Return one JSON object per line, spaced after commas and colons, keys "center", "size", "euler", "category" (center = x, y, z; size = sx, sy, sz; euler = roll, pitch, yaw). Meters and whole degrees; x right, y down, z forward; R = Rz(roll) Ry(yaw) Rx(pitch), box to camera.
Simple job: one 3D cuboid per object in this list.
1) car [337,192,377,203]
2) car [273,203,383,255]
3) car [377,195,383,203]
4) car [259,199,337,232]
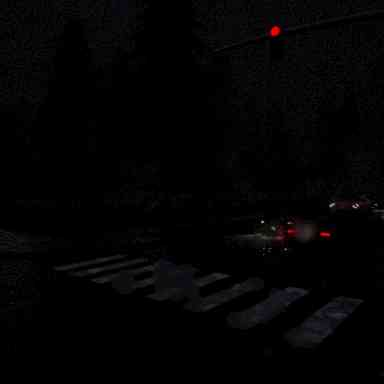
{"center": [11.949, 0.927, 24.952], "size": [2.097, 1.767, 4.553], "euler": [-1, 1, 41], "category": "car"}
{"center": [5.502, 1.336, 12.382], "size": [5.357, 1.411, 2.033], "euler": [-1, 1, -43], "category": "car"}
{"center": [18.443, 0.966, 32.488], "size": [1.994, 1.385, 4.181], "euler": [-1, 1, 41], "category": "car"}
{"center": [5.606, 1.292, 17.654], "size": [2.033, 1.411, 5.357], "euler": [-1, 1, 41], "category": "car"}
